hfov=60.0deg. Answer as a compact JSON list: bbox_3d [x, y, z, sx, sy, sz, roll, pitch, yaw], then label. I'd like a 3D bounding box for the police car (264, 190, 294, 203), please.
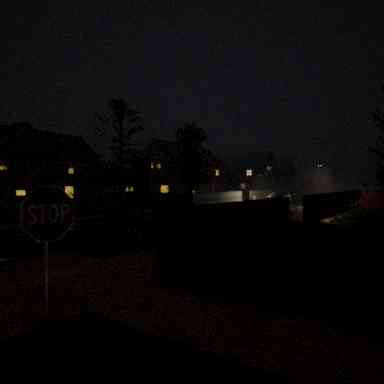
[{"bbox_3d":[9.804,0.605,37.578,2.038,1.542,4.974,-1,1,36],"label":"police car"}]
